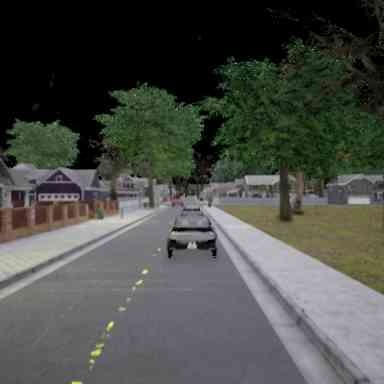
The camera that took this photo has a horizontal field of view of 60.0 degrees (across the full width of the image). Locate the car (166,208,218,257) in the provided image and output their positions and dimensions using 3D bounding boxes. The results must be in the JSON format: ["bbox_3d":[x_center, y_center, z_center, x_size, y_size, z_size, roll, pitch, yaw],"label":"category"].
[{"bbox_3d":[0.022,1.625,13.498,2.128,1.511,4.902,0,0,0],"label":"car"}]

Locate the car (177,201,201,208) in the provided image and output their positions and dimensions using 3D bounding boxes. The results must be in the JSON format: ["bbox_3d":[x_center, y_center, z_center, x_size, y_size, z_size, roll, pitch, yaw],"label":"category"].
[{"bbox_3d":[0.027,1.770,28.497,2.128,1.511,4.902,0,0,0],"label":"car"}]

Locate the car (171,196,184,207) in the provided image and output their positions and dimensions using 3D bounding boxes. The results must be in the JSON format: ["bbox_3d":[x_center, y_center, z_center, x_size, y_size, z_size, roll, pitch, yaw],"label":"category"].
[{"bbox_3d":[-2.738,1.850,64.602,2.150,2.045,5.566,0,-1,0],"label":"car"}]
